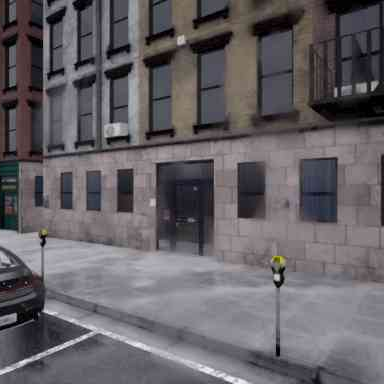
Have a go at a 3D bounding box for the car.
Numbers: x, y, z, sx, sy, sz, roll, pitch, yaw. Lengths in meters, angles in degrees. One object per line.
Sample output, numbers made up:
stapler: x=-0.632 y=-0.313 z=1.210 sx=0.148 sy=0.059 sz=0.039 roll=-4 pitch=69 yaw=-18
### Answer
car: x=-4.360 y=1.550 z=5.909 sx=4.403 sy=1.369 sz=2.008 roll=0 pitch=0 yaw=35
